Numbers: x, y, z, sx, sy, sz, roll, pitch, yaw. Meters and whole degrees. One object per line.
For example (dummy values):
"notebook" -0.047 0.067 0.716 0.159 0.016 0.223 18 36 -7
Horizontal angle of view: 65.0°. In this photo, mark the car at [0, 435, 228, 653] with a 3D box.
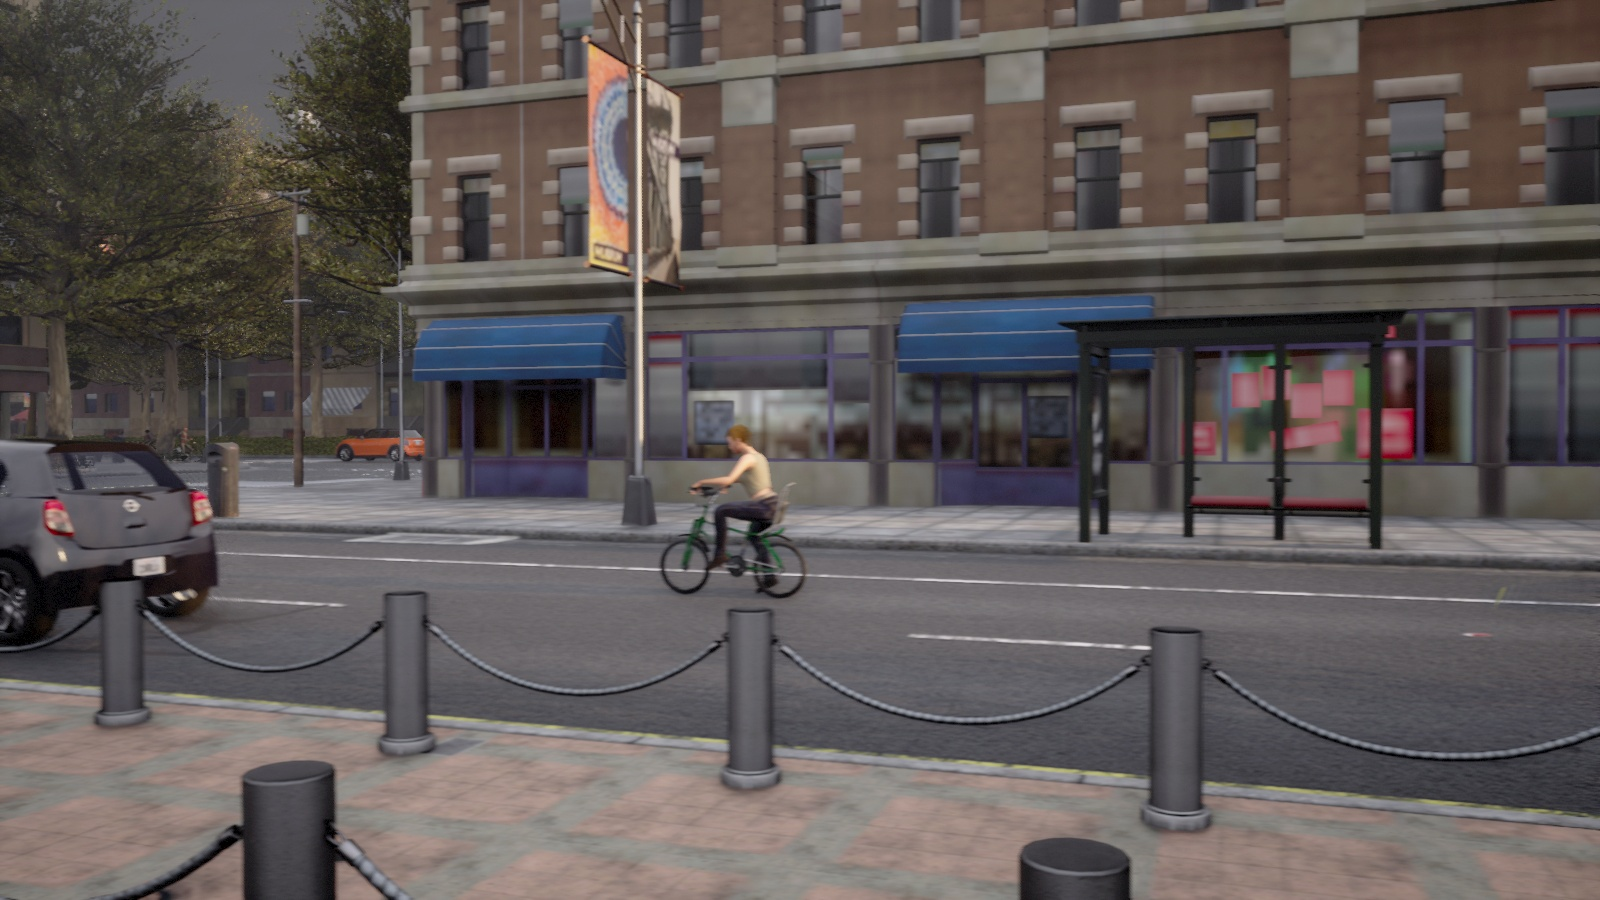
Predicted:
"car" -6.817 0.633 10.273 3.633 1.501 1.845 1 1 20

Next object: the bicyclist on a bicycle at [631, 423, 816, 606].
"bicyclist on a bicycle" -0.708 0.562 11.790 1.509 1.612 0.866 1 1 19

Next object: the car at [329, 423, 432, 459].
"car" -20.991 -0.471 62.806 4.553 1.767 2.097 1 1 19
